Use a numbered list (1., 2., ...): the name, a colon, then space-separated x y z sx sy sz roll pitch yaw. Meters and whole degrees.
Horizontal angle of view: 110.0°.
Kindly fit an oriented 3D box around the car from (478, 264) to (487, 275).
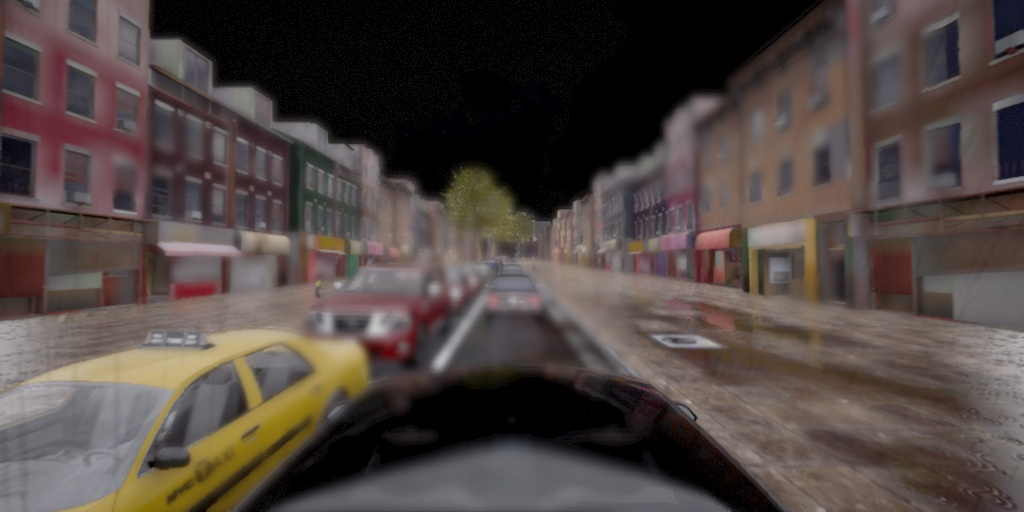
1. car: -2.603 1.268 19.317 1.967 1.591 4.097 0 0 0

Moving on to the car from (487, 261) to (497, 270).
1. car: -2.580 1.404 30.392 2.007 1.370 4.403 0 0 0

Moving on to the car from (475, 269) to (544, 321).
1. car: 0.084 1.352 12.652 2.033 1.411 5.357 0 0 1

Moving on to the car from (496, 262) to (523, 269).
1. car: 0.115 1.397 27.610 2.033 1.411 5.357 0 0 1

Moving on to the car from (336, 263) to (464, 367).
1. car: -2.626 1.098 8.242 2.192 1.841 5.009 0 0 0

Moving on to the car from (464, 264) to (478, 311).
1. car: -2.615 1.248 13.780 1.967 1.591 4.097 0 0 0

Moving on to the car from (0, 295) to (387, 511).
1. car: -2.638 1.280 2.536 1.751 1.417 4.829 0 0 0

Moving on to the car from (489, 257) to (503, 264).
1. car: -2.650 1.329 51.219 1.882 1.535 5.008 0 0 0
